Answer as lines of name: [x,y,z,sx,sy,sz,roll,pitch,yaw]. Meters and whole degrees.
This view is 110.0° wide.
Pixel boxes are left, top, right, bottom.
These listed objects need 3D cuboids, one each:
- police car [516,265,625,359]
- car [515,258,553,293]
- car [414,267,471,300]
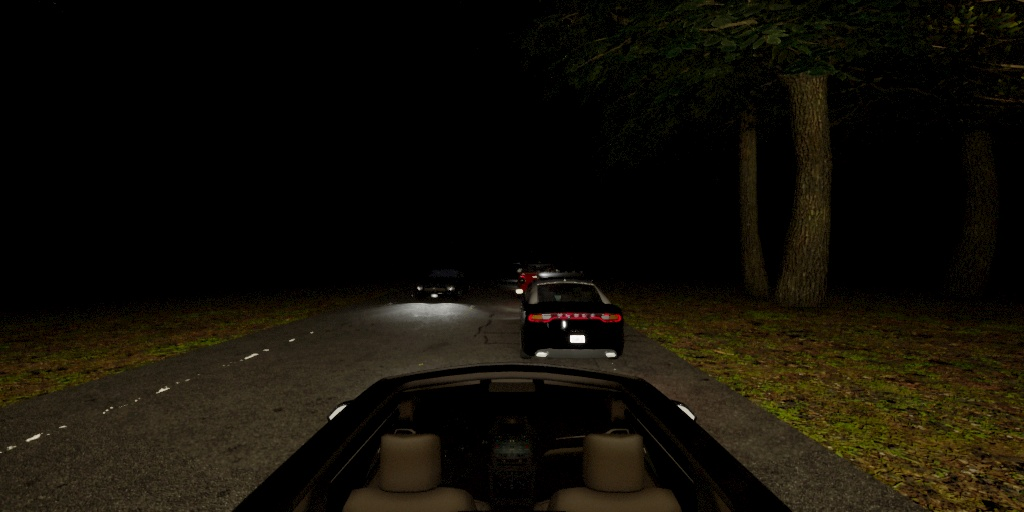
police car: [1.125,1.170,8.528,1.930,1.638,5.238,0,0,1]
car: [1.342,1.083,18.349,2.097,1.767,4.553,0,0,2]
car: [-3.200,1.279,17.746,2.033,1.411,5.357,0,0,2]
